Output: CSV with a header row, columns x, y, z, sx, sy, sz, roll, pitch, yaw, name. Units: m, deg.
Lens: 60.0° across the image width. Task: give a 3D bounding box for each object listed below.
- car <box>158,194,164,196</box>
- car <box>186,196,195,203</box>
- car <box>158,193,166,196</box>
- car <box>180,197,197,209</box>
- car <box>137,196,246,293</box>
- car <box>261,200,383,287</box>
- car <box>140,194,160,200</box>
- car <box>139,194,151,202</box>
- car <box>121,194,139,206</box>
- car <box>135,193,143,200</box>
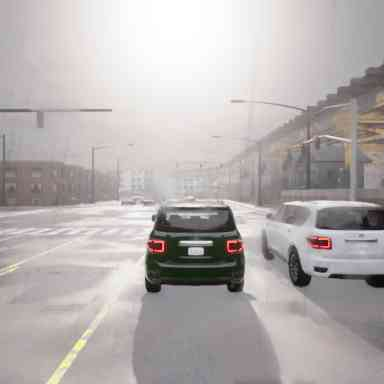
x,y,z,sx,sy,sz,roll,pitch,yaw,name
-7.296,1.596,67.342,1.812,1.442,4.674,0,0,0,car
-0.315,1.626,75.687,2.128,1.511,4.902,0,0,0,car
-7.325,1.310,77.957,2.150,2.045,5.566,0,0,0,car
-0.472,1.569,48.314,1.837,1.490,4.892,1,0,5,car
0.029,1.236,9.077,2.150,2.045,5.566,0,0,-1,car
3.525,1.246,9.575,2.150,2.045,5.566,0,0,0,car
-7.321,1.606,58.064,2.033,1.411,5.357,0,0,0,car
-10.819,1.428,76.581,2.097,1.767,4.553,0,0,0,car
-10.812,1.573,56.829,1.812,1.442,4.674,0,0,0,car
-10.796,1.281,66.496,2.150,2.045,5.566,0,0,0,car
